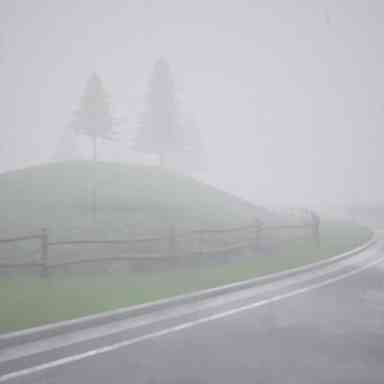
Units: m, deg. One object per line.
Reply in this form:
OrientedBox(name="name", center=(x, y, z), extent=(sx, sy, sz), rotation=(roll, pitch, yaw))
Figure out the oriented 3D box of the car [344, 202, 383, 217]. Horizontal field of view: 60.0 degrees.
OrientedBox(name="car", center=(21.338, 2.346, 41.816), extent=(2.033, 1.411, 5.357), rotation=(0, -1, -6))
